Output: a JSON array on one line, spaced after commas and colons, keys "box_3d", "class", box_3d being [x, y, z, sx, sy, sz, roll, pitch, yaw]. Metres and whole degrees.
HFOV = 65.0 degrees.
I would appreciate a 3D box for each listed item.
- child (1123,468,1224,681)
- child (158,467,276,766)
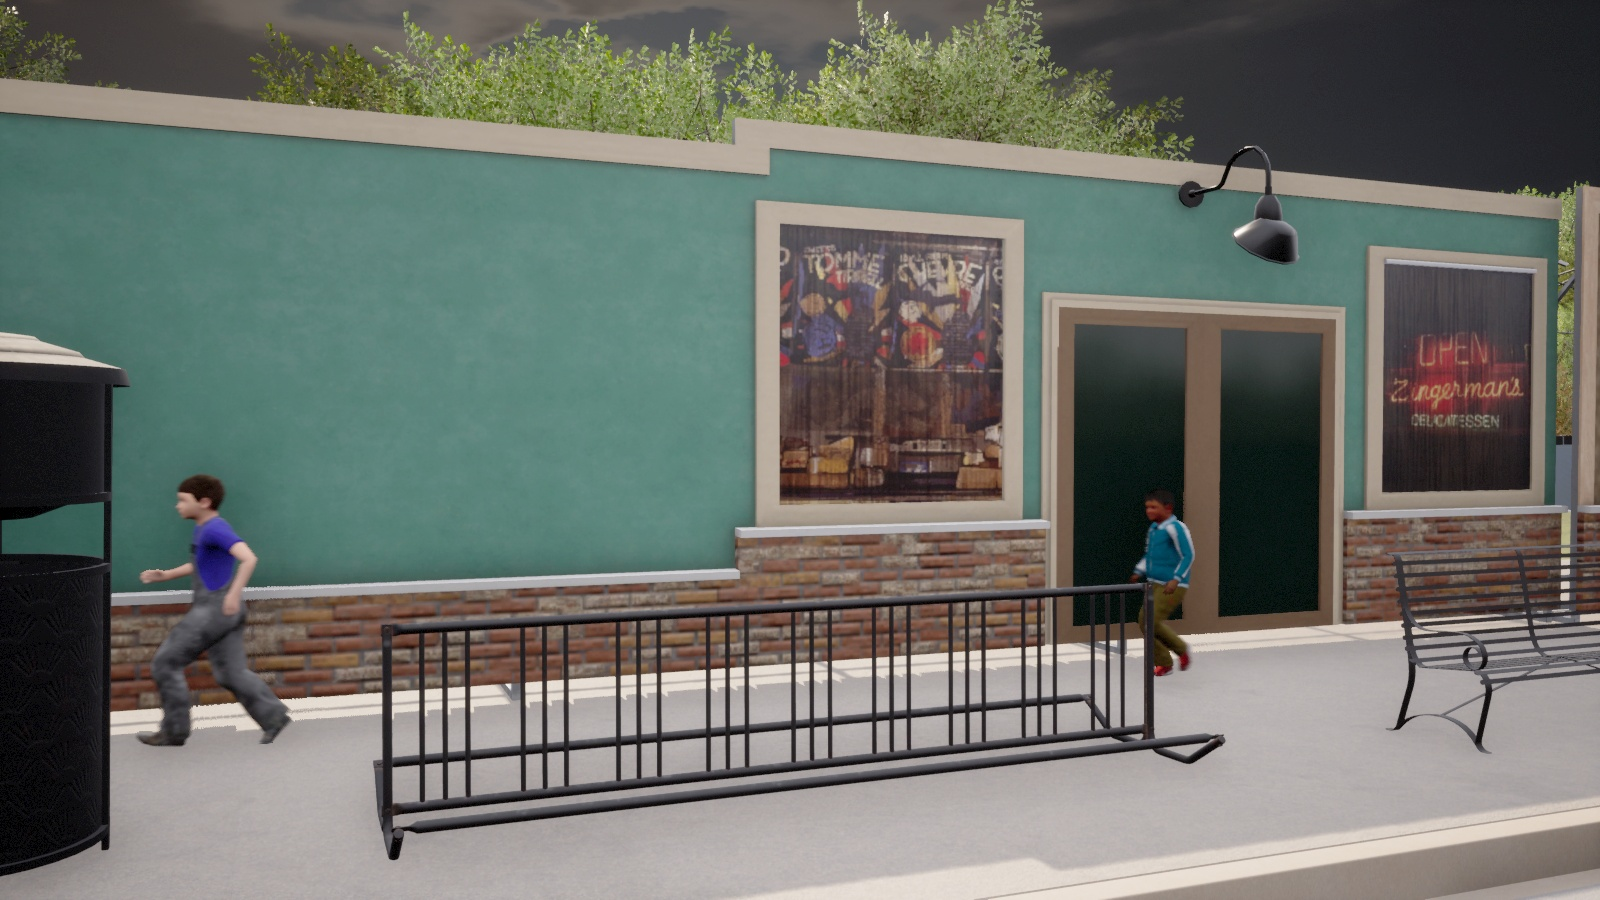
[{"box_3d": [2.178, 0.709, 7.332, 0.448, 1.192, 0.343, -1, 1, -20], "class": "child"}, {"box_3d": [-2.574, 0.715, 5.566, 0.437, 1.263, 0.270, -1, 1, -19], "class": "child"}]
